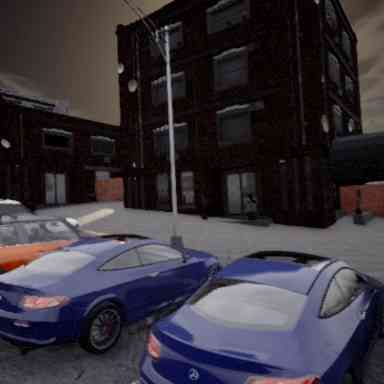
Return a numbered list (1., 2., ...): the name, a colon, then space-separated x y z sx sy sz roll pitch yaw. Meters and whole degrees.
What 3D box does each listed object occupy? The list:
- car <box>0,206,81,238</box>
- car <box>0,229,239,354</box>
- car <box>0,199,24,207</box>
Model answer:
1. car: -3.580 1.320 7.832 2.185 1.767 4.553 0 0 35
2. car: -1.171 1.499 6.150 2.002 1.452 4.674 0 0 35
3. car: -5.835 1.181 9.513 2.435 2.045 5.566 0 0 35
